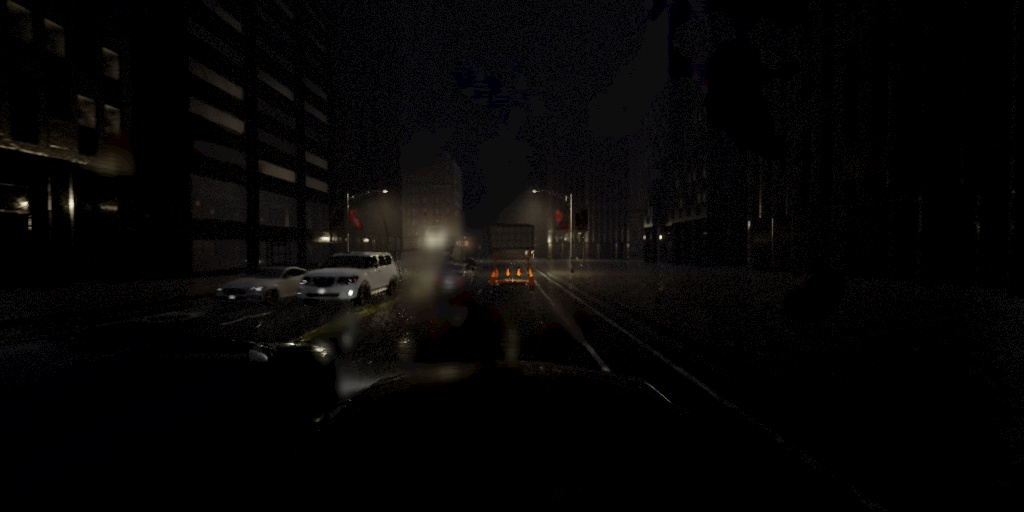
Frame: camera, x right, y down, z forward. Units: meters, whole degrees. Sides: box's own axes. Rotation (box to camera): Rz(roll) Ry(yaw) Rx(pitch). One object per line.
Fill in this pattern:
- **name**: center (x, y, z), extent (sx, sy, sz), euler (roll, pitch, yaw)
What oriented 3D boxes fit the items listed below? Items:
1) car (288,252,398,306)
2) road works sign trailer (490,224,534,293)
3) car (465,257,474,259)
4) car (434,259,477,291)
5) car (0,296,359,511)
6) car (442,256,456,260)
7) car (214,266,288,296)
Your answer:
- **car**: center (-6.594, 0.842, 15.190), extent (2.150, 2.045, 5.566), euler (0, 1, 0)
- **road works sign trailer**: center (0.014, 0.045, 19.485), extent (2.380, 3.560, 2.880), euler (0, 0, 1)
- **car**: center (-6.544, 0.879, 55.586), extent (1.994, 1.385, 4.181), euler (0, 0, 0)
- **car**: center (-3.143, 1.099, 20.297), extent (1.812, 1.442, 4.674), euler (0, 1, 0)
- **car**: center (-3.149, 1.302, 2.871), extent (1.994, 1.385, 4.181), euler (0, 1, 0)
- **car**: center (-9.790, 0.815, 56.528), extent (1.837, 1.490, 4.892), euler (0, 0, 0)
- **car**: center (-9.845, 1.148, 14.936), extent (1.812, 1.442, 4.674), euler (0, 1, 0)
